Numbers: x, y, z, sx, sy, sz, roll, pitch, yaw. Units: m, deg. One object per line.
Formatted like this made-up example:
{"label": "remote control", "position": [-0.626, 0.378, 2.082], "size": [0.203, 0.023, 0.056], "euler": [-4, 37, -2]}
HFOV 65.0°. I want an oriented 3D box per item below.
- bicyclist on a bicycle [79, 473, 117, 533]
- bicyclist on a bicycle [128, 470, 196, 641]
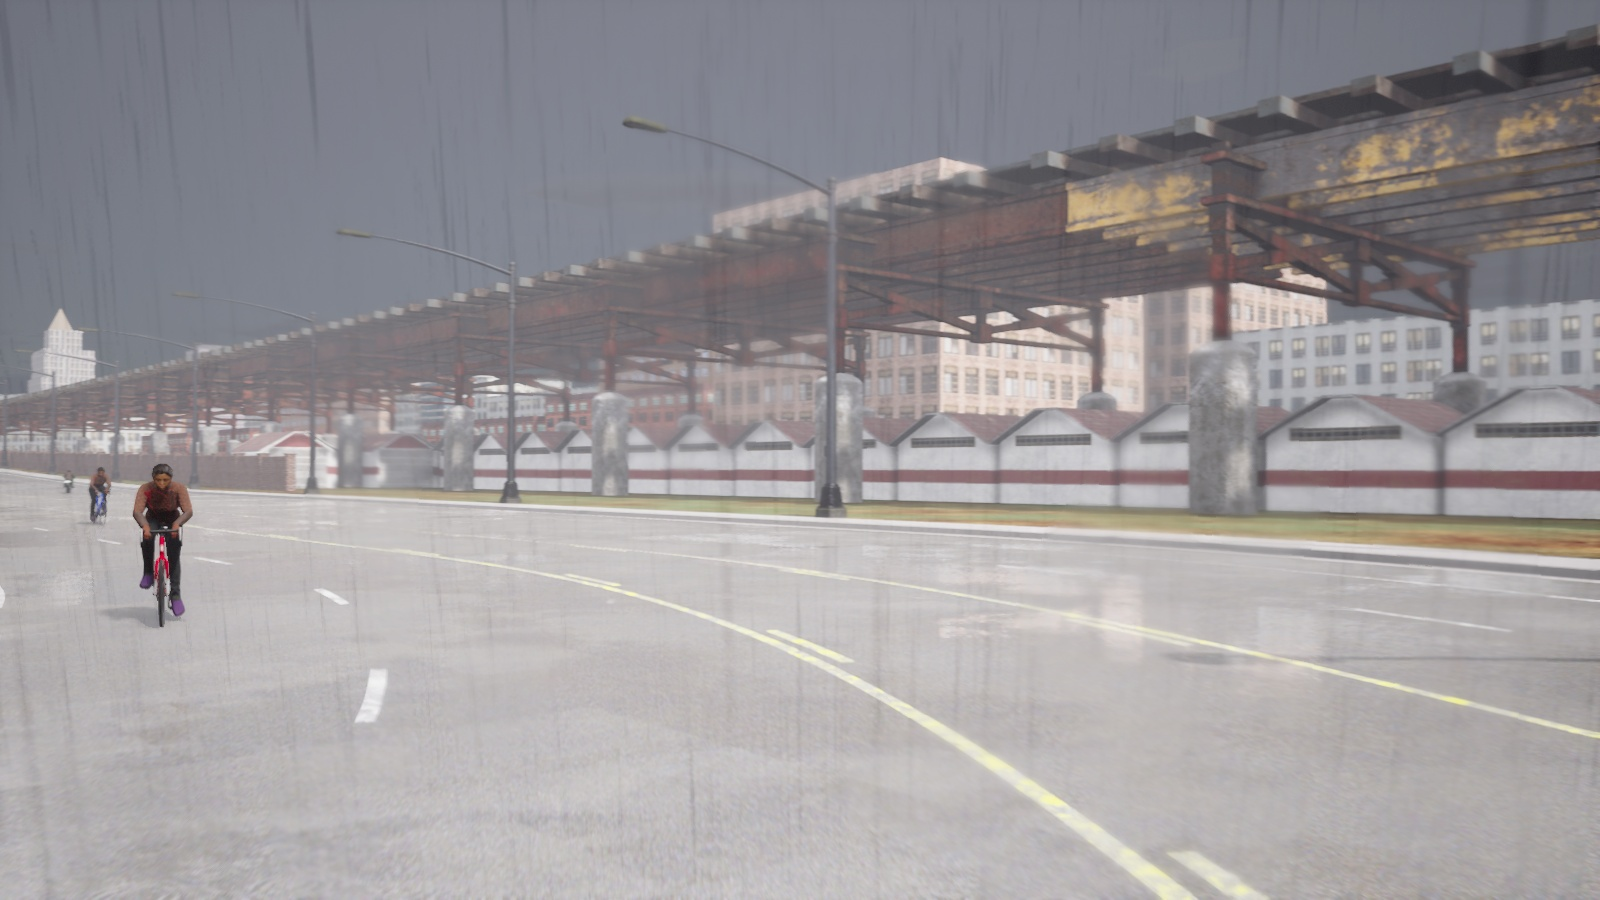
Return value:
{"label": "bicyclist on a bicycle", "position": [-19.553, 1.458, 34.982], "size": [0.582, 1.620, 1.656], "euler": [1, -1, -41]}
{"label": "bicyclist on a bicycle", "position": [-6.498, 1.017, 12.819], "size": [0.582, 1.620, 1.656], "euler": [0, -1, -26]}
